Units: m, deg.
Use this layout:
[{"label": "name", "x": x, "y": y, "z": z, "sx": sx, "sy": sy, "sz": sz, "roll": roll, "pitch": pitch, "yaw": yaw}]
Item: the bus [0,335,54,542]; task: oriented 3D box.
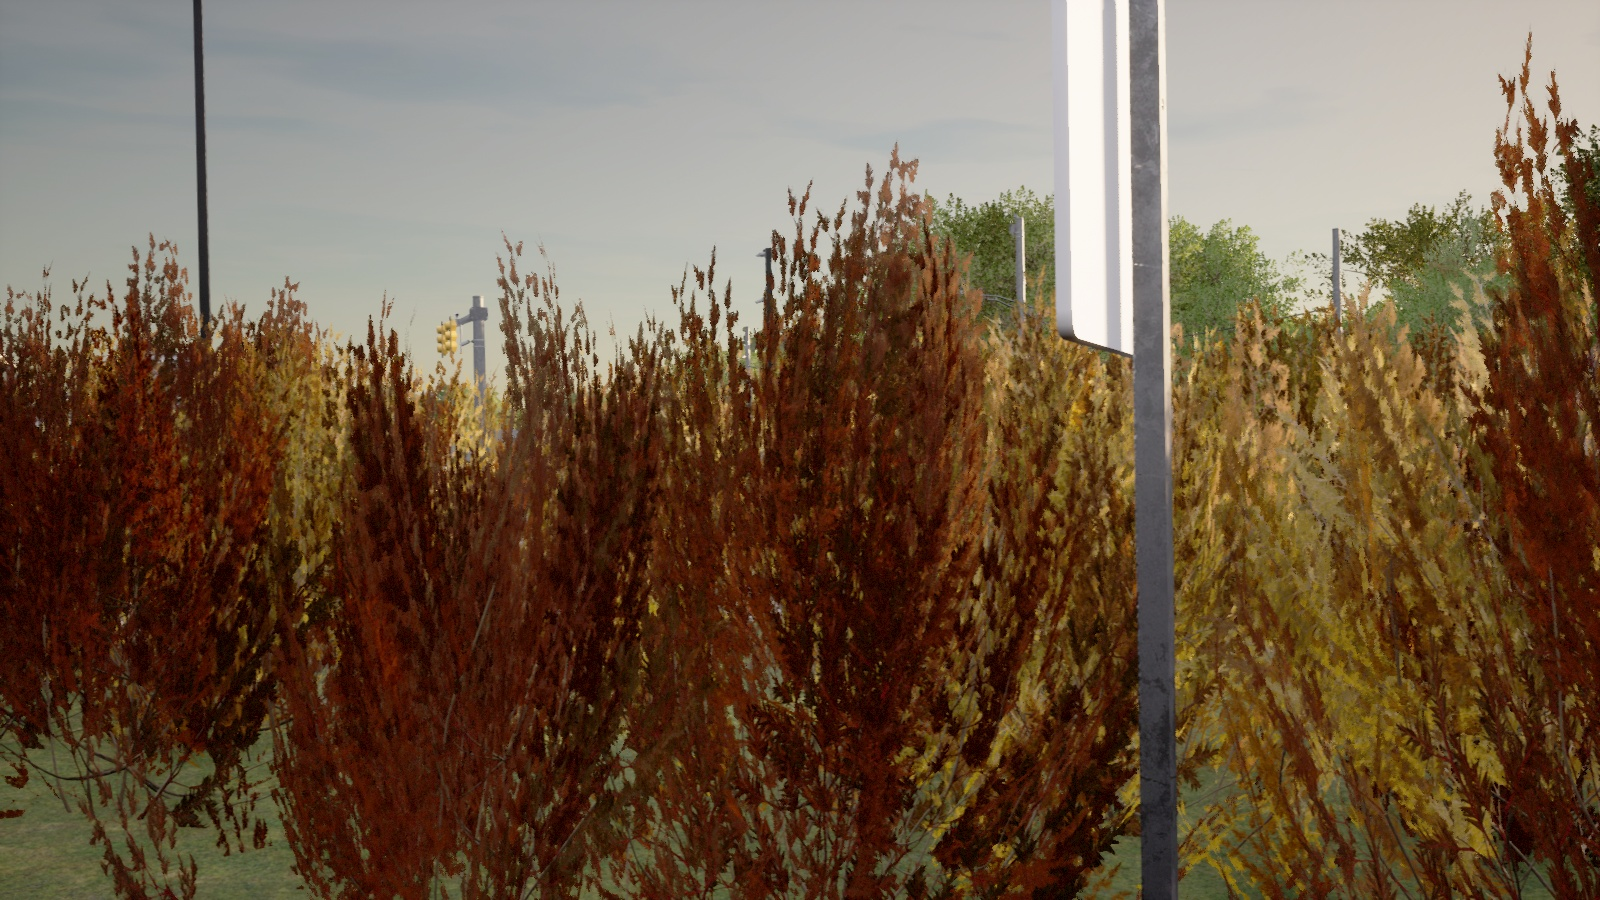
[{"label": "bus", "x": -18.999, "y": -0.126, "z": 26.840, "sx": 3.944, "sy": 4.253, "sz": 10.273, "roll": -2, "pitch": -1, "yaw": -24}]
